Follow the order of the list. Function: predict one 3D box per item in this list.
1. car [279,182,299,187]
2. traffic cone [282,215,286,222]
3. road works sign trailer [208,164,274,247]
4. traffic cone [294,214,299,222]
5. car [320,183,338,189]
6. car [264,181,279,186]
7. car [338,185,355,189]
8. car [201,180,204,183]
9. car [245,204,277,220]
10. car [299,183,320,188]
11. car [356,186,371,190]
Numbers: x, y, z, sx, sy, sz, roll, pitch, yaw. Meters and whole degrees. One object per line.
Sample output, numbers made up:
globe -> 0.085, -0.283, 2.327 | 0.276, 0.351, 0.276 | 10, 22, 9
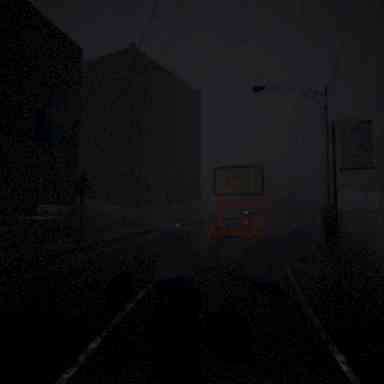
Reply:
car -> 21.121, -1.482, 75.406 | 4.674, 1.452, 2.002 | 2, -5, -19
traffic cone -> 7.574, 2.151, 27.427 | 0.340, 0.580, 0.340 | -2, -1, 21
road works sign trailer -> 2.233, 0.542, 15.537 | 2.380, 3.560, 2.880 | -1, -1, 22
traffic cone -> 8.496, 2.119, 27.054 | 0.340, 0.580, 0.340 | -2, -1, 22
car -> 31.497, -1.246, 79.263 | 4.553, 1.767, 2.185 | 2, -5, -21
car -> 15.862, -1.704, 73.650 | 4.892, 1.521, 2.231 | 2, -5, -18
car -> 36.792, -0.870, 81.421 | 4.792, 1.488, 2.163 | 2, -5, -22
car -> 0.158, -2.267, 68.743 | 4.553, 1.767, 2.185 | 2, -5, -17
car -> 6.829, 1.894, 32.531 | 1.812, 1.442, 4.674 | -3, -2, 34
car -> 26.341, -1.326, 77.280 | 5.008, 1.535, 2.097 | 2, -5, -20
car -> 41.855, -0.638, 83.609 | 4.674, 1.452, 2.002 | 3, -5, -23
